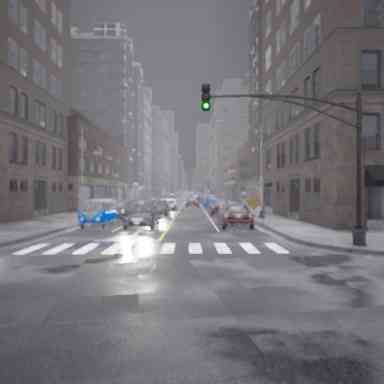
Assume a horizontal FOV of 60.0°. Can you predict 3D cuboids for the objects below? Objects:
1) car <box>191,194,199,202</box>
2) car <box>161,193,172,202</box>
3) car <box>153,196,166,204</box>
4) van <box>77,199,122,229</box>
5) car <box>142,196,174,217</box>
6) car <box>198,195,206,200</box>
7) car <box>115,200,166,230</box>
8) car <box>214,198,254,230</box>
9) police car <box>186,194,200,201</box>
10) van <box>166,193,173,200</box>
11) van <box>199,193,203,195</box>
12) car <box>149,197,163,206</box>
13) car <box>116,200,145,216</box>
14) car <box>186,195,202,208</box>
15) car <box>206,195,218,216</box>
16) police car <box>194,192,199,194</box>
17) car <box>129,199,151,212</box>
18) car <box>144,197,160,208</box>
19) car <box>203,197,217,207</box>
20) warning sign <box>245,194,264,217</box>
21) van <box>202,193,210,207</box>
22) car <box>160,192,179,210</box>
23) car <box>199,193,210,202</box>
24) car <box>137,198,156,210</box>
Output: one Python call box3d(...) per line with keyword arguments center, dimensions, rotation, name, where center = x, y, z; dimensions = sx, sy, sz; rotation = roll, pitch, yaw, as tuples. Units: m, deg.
box3d(center=(0.701, 1.361, 77.176), dimensions=(1.801, 1.575, 5.366), rotation=(0, 0, 0), name="car")
box3d(center=(-5.945, 1.226, 77.662), dimensions=(2.192, 1.841, 5.009), rotation=(0, 0, 0), name="car")
box3d(center=(-5.919, 1.481, 60.656), dimensions=(1.887, 1.381, 4.507), rotation=(0, 0, 0), name="car")
box3d(center=(-5.859, 1.323, 20.979), dimensions=(1.690, 1.788, 3.998), rotation=(0, 0, 0), name="van")
box3d(center=(-3.115, 1.461, 31.378), dimensions=(2.128, 1.511, 4.902), rotation=(0, 0, 0), name="car")
box3d(center=(2.564, 1.437, 89.025), dimensions=(2.008, 1.369, 4.403), rotation=(0, 0, 0), name="car")
box3d(center=(-3.104, 1.471, 21.133), dimensions=(2.128, 1.511, 4.902), rotation=(0, 0, 0), name="car")
box3d(center=(2.667, 1.414, 20.994), dimensions=(1.967, 1.590, 4.097), rotation=(0, 0, 0), name="car")
box3d(center=(0.179, 1.322, 83.002), dimensions=(1.930, 1.638, 5.238), rotation=(0, 0, -17), name="police car")
box3d(center=(-5.962, 1.235, 88.998), dimensions=(1.690, 1.788, 3.998), rotation=(0, 0, 0), name="van")
box3d(center=(2.607, 1.269, 60.679), dimensions=(1.690, 1.788, 3.998), rotation=(0, 0, 0), name="van")
box3d(center=(-5.910, 1.510, 54.989), dimensions=(1.947, 1.339, 4.313), rotation=(0, 0, 0), name="car")
box3d(center=(-5.875, 1.537, 32.316), dimensions=(1.947, 1.339, 4.313), rotation=(0, 0, 0), name="car")
box3d(center=(0.062, 1.474, 47.124), dimensions=(1.812, 1.442, 4.674), rotation=(0, 0, 0), name="car")
box3d(center=(2.650, 1.403, 32.332), dimensions=(1.967, 1.590, 4.097), rotation=(0, 0, 0), name="car")
box3d(center=(0.726, 1.346, 67.081), dimensions=(1.930, 1.638, 5.238), rotation=(0, 0, -1), name="police car")
box3d(center=(-5.884, 1.547, 37.984), dimensions=(1.802, 1.307, 4.206), rotation=(0, 0, 0), name="car")
box3d(center=(-5.901, 1.477, 49.150), dimensions=(1.752, 1.417, 4.829), rotation=(0, 0, 0), name="car")
box3d(center=(2.624, 1.469, 49.510), dimensions=(1.752, 1.417, 4.829), rotation=(0, 0, 0), name="car")
box3d(center=(5.059, 1.082, 26.991), dimensions=(1.300, 1.860, 1.060), rotation=(0, 0, 0), name="warning sign")
box3d(center=(2.632, 1.292, 43.671), dimensions=(1.690, 1.788, 3.998), rotation=(0, 0, 0), name="van")
box3d(center=(-3.118, 1.179, 42.108), dimensions=(2.150, 2.045, 5.566), rotation=(0, 0, 0), name="car")
box3d(center=(2.589, 1.226, 72.017), dimensions=(2.192, 1.841, 5.009), rotation=(0, 0, 0), name="car")
box3d(center=(-5.893, 1.524, 43.652), dimensions=(1.947, 1.339, 4.313), rotation=(0, 0, 0), name="car")
